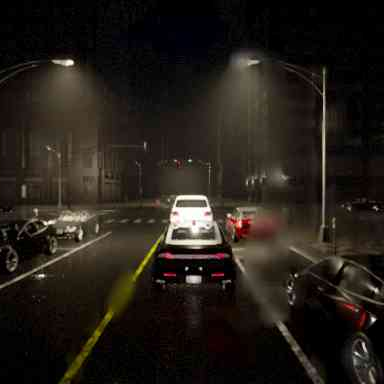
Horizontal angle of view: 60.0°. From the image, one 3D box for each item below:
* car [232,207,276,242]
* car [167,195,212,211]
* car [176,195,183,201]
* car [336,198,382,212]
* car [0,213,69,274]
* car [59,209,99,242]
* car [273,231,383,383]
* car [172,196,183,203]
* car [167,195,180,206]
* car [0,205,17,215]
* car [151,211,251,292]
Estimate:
[{"bbox_3d":[2.735,1.441,16.205,1.967,1.590,4.097,0,0,0],"label":"car"},{"bbox_3d":[-0.027,1.223,18.855,2.150,2.045,5.566,0,0,0],"label":"car"},{"bbox_3d":[-3.256,1.557,87.648,1.837,1.490,4.892,0,0,0],"label":"car"},{"bbox_3d":[18.962,1.453,37.851,4.892,1.490,1.837,0,0,0],"label":"car"},{"bbox_3d":[-5.779,1.566,10.551,1.947,1.339,4.313,0,0,0],"label":"car"},{"bbox_3d":[-5.789,1.552,16.188,2.008,1.369,4.403,0,0,0],"label":"car"},{"bbox_3d":[2.756,1.566,4.933,1.947,1.339,4.313,0,0,0],"label":"car"},{"bbox_3d":[-3.167,1.569,72.364,2.128,1.511,4.902,0,0,0],"label":"car"},{"bbox_3d":[-3.158,1.378,57.399,2.097,1.767,4.553,0,0,0],"label":"car"},{"bbox_3d":[-20.776,1.664,34.244,4.718,1.301,1.895,0,0,0],"label":"car"},{"bbox_3d":[0.050,1.492,8.933,2.128,1.511,4.902,0,0,0],"label":"car"}]
